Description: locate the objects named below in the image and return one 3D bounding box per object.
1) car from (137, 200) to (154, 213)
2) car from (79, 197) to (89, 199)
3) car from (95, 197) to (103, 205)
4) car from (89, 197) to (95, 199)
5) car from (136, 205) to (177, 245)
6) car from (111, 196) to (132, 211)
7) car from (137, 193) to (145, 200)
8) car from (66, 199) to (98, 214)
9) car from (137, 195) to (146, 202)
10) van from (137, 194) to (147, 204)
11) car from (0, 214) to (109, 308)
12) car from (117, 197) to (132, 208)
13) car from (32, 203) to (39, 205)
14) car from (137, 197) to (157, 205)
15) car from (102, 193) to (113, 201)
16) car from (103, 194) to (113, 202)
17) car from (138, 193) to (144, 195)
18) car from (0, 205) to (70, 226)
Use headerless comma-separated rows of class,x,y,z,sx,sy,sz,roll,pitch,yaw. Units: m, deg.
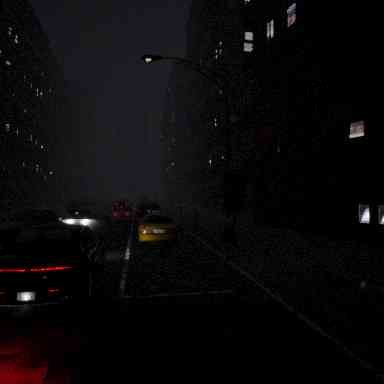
car,-5.229,1.592,37.173,1.802,1.307,4.206,1,0,-9
car,-14.385,1.568,41.235,1.887,1.381,4.507,1,0,-9
car,-17.072,1.566,57.639,1.887,1.381,4.507,1,0,-9
car,-15.279,1.463,46.703,1.967,1.590,4.097,1,0,-9
car,-1.674,1.530,15.470,1.752,1.417,4.829,1,0,-9
car,-8.399,1.540,40.160,1.812,1.442,4.674,0,0,-9
car,-14.180,1.312,91.852,2.192,1.841,5.009,1,0,-9
car,-9.831,1.582,29.485,1.994,1.385,4.181,0,0,-9
car,-11.495,1.444,75.449,1.967,1.590,4.097,1,0,-9
van,-9.702,1.347,64.512,1.690,1.788,3.998,1,0,-9
car,-3.188,1.509,7.994,1.837,1.490,4.892,0,0,-9
car,-10.101,1.561,50.333,2.033,1.411,5.357,0,0,-9
car,-11.672,1.547,24.664,1.752,1.417,4.829,1,0,-9
car,-3.435,1.448,26.238,1.967,1.590,4.097,1,0,-9
car,-21.546,1.328,84.978,2.192,1.841,5.009,1,0,-9
car,-20.655,1.566,79.510,2.008,1.369,4.403,1,0,-9
car,-8.809,1.447,59.045,1.967,1.590,4.097,1,0,-9
car,-7.645,1.562,16.020,2.033,1.411,5.357,0,0,-9
